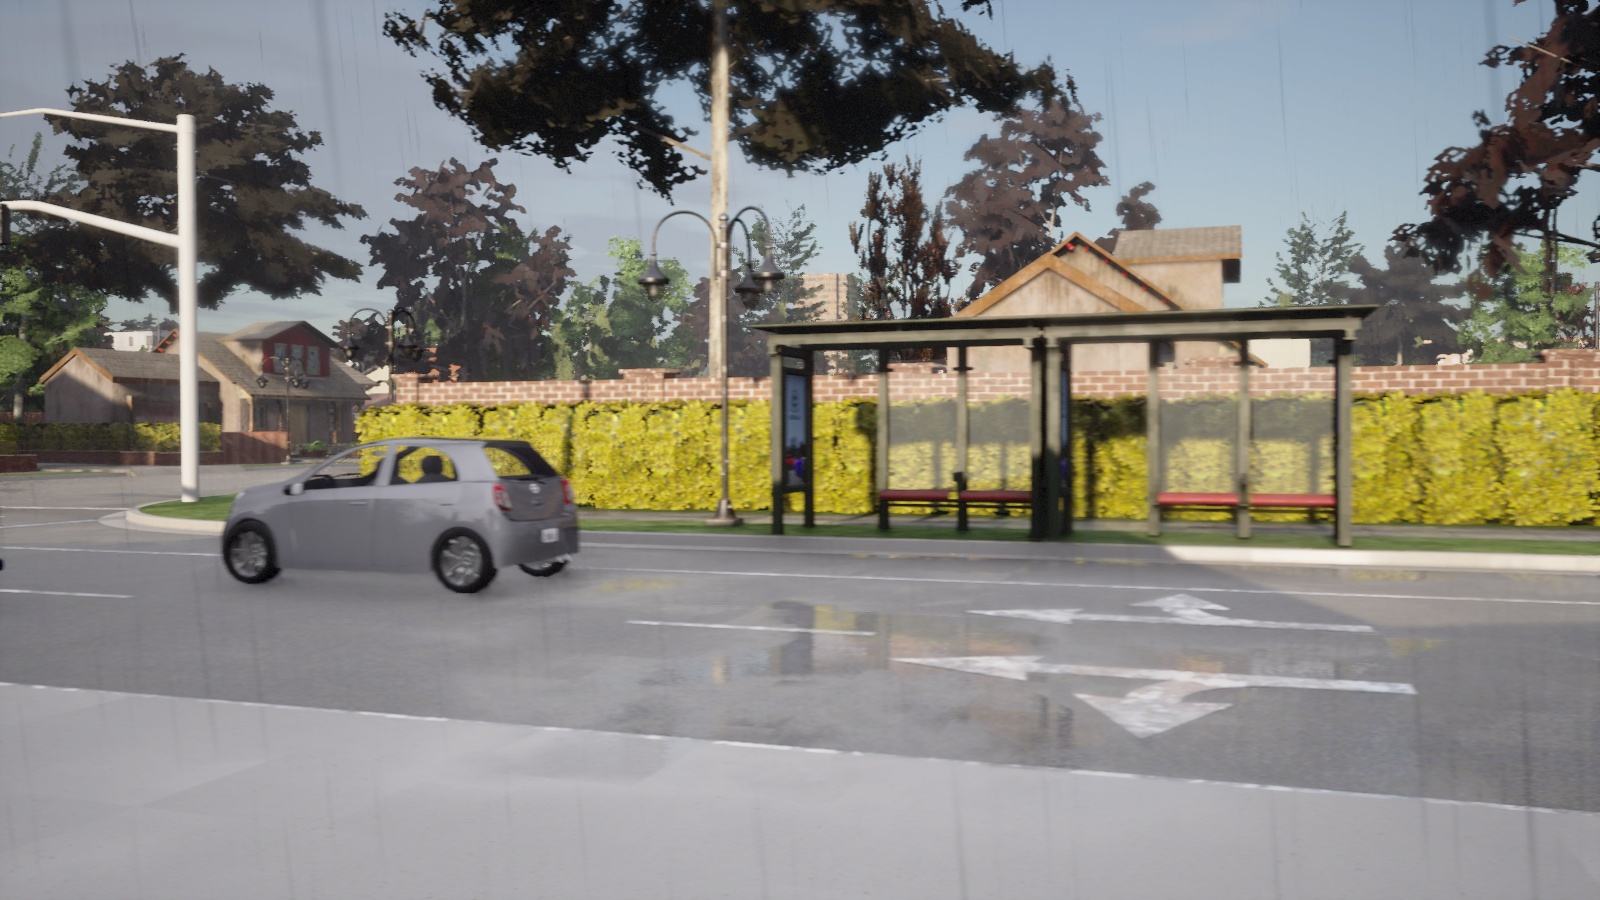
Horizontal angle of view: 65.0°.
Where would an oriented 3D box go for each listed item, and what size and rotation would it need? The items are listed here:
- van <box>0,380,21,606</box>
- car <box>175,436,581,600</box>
[{"bbox_3d":[-9.354,0.367,11.086,4.442,1.987,1.775,1,1,19],"label":"van"},{"bbox_3d":[-4.356,0.614,13.100,3.633,1.501,1.845,1,1,19],"label":"car"}]
